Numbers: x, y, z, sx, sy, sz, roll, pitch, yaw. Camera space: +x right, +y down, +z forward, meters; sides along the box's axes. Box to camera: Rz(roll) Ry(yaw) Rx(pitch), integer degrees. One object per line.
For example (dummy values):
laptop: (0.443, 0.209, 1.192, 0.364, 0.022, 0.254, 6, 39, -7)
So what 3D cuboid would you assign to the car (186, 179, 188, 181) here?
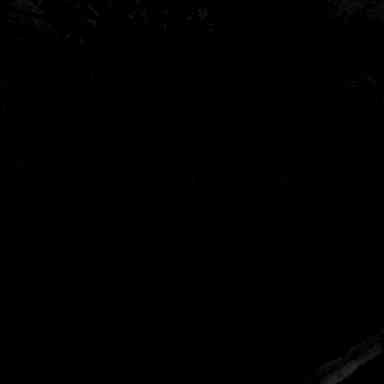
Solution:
car: (-0.292, -2.320, 79.114, 2.163, 1.488, 4.792, 5, 3, 37)

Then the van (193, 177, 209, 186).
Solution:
van: (2.022, -2.397, 77.555, 1.878, 1.987, 4.442, 5, 3, 37)
